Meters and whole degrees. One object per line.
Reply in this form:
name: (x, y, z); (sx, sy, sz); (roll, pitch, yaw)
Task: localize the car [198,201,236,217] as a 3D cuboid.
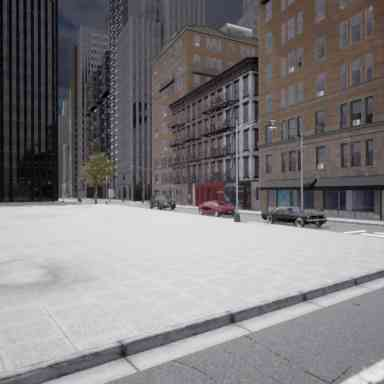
car: (2.364, 1.608, 32.514); (1.882, 1.535, 5.008); (0, 0, -26)

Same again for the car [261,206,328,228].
car: (6.993, 1.676, 23.115); (1.895, 1.301, 4.718); (0, 0, -26)

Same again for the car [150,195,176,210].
car: (-4.102, 1.436, 45.701); (2.150, 2.045, 5.566); (0, 0, -26)
